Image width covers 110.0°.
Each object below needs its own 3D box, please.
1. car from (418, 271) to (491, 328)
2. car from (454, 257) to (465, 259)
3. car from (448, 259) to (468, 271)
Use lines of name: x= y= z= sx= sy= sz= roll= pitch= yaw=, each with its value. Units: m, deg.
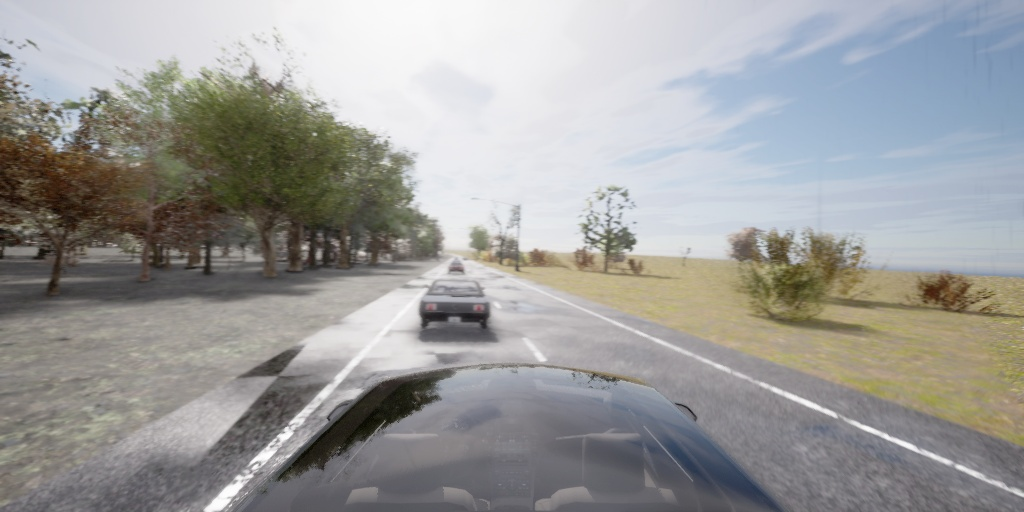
car: x=-1.791 y=1.343 z=11.364 sx=1.895 sy=1.301 sz=4.718 roll=2 pitch=0 yaw=-9
car: x=-9.951 y=1.300 z=64.273 sx=1.994 sy=1.385 sz=4.181 roll=2 pitch=0 yaw=-9
car: x=-6.360 y=1.345 z=40.981 sx=1.895 sy=1.301 sz=4.718 roll=2 pitch=0 yaw=-9
